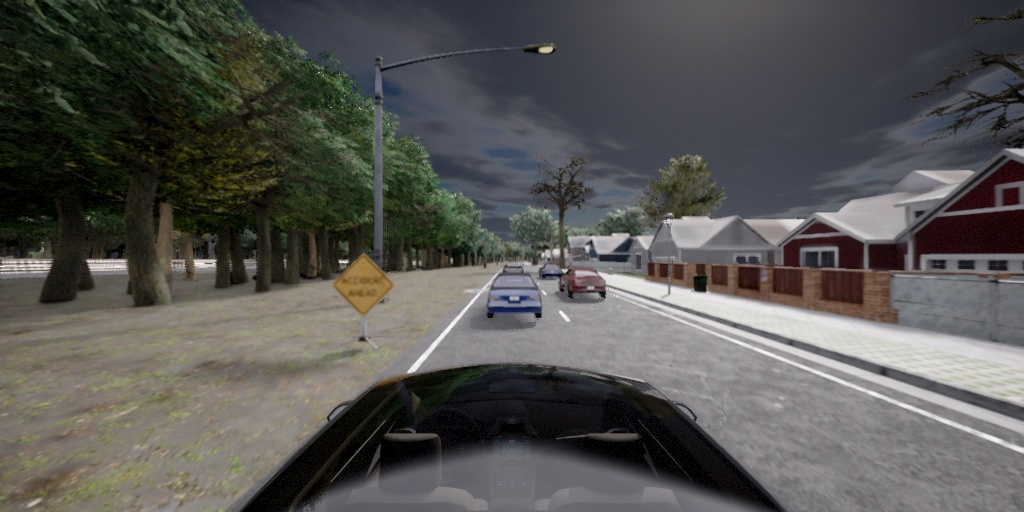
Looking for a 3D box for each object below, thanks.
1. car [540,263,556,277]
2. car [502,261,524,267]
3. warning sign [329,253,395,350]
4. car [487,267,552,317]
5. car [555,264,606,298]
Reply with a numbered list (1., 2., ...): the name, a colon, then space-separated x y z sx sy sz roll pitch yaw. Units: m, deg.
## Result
1. car: 3.599 1.365 33.823 1.994 1.385 4.181 0 0 0
2. car: 0.098 1.291 33.364 2.128 1.511 4.902 0 0 0
3. warning sign: -3.049 0.874 7.402 1.300 1.860 1.060 0 0 0
4. car: 0.084 1.315 13.208 2.033 1.411 5.357 0 0 0
5. car: 3.597 1.301 18.664 1.812 1.442 4.674 0 0 0
